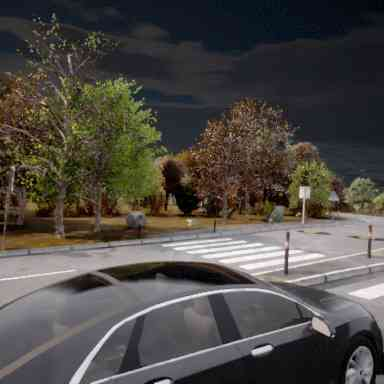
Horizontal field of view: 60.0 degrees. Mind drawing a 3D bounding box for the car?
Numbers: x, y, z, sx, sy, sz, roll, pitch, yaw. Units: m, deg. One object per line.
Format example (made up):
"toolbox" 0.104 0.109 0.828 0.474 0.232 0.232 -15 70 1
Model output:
"car" 0.045 1.507 3.414 4.892 1.490 1.837 0 0 -34
